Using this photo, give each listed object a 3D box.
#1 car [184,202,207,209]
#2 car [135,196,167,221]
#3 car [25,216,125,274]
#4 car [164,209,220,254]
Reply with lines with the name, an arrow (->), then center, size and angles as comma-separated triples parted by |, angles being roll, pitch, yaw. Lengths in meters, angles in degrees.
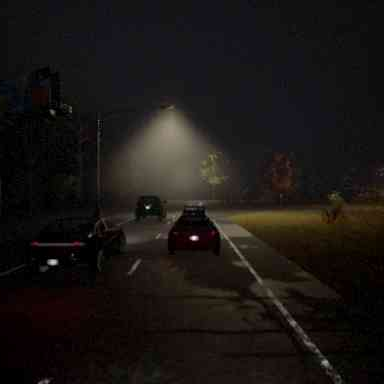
car -> 0.283, 1.593, 29.398 | 2.128, 1.511, 4.902 | 0, 0, 3
car -> -3.415, 1.318, 28.393 | 2.150, 2.045, 5.566 | 0, 0, 0
car -> -3.431, 1.527, 10.652 | 2.128, 1.511, 4.902 | 0, 0, 0
car -> 0.082, 1.609, 13.788 | 1.994, 1.385, 4.181 | 0, 0, 0
